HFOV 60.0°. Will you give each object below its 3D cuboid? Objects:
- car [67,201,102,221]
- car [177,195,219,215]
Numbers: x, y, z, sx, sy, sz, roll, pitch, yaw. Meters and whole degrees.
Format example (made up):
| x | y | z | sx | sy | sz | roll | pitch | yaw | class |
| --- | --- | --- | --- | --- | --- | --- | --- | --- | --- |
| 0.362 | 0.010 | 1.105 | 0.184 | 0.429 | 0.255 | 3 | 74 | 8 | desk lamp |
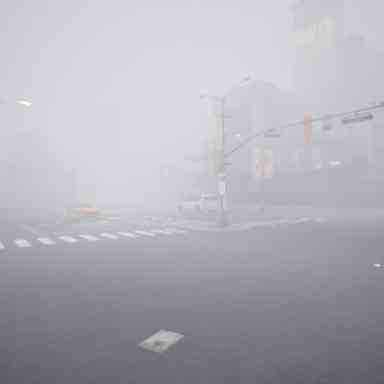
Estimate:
| x | y | z | sx | sy | sz | roll | pitch | yaw | class |
| --- | --- | --- | --- | --- | --- | --- | --- | --- | --- |
| -9.359 | 1.580 | 28.845 | 1.882 | 1.535 | 5.008 | 0 | 0 | -34 | car |
| 0.547 | 1.305 | 34.930 | 2.150 | 2.045 | 5.566 | 0 | 0 | -34 | car |
